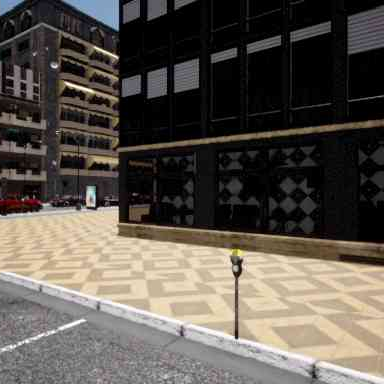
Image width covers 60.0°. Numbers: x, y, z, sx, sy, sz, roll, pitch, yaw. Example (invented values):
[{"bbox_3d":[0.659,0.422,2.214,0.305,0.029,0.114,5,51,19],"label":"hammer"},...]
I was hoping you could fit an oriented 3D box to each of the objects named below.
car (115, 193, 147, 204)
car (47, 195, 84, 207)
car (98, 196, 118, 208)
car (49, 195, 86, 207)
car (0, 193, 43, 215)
[{"bbox_3d":[-8.869,0.853,48.509,1.812,1.442,4.674,0,1,35],"label":"car"},{"bbox_3d":[-16.141,1.074,42.654,1.802,1.307,4.206,1,2,35],"label":"car"},{"bbox_3d":[-9.247,1.072,37.891,1.947,1.339,4.313,1,2,35],"label":"car"},{"bbox_3d":[-14.674,1.082,40.265,1.994,1.385,4.181,0,1,35],"label":"car"},{"bbox_3d":[-15.620,1.029,28.805,2.192,1.841,5.009,1,2,35],"label":"car"}]
